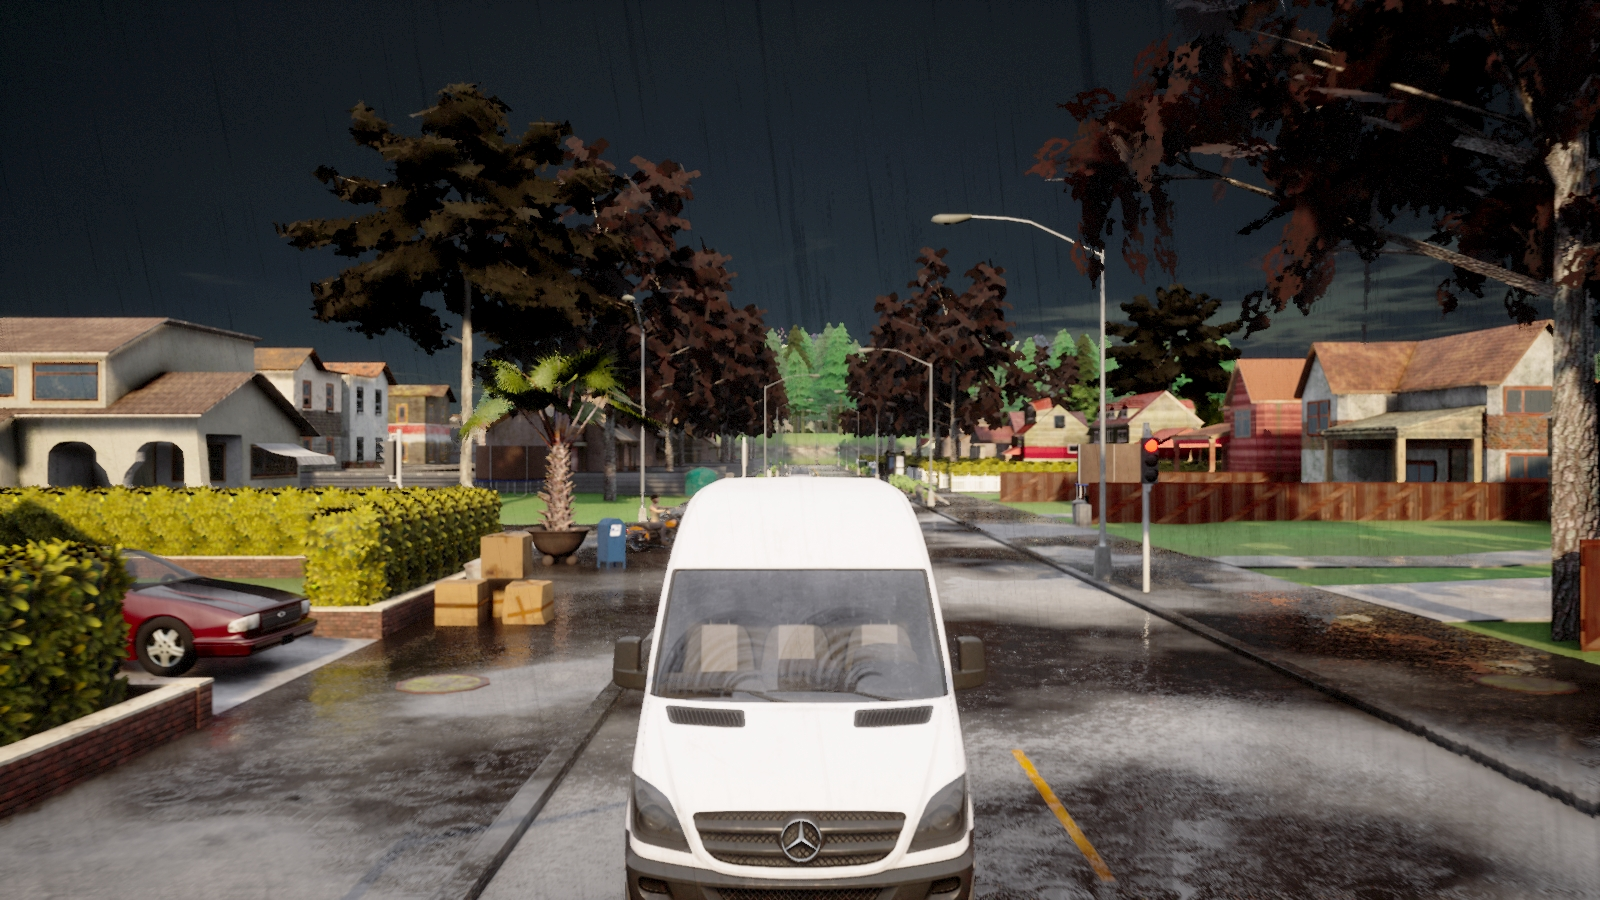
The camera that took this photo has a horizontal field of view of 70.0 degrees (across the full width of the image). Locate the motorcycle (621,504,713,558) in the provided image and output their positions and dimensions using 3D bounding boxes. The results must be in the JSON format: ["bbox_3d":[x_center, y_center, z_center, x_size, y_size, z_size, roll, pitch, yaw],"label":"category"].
[{"bbox_3d":[-3.572,2.161,30.672,2.356,1.307,0.764,0,1,20],"label":"motorcycle"}]

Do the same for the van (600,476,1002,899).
[{"bbox_3d":[0.004,1.537,8.613,1.988,2.561,5.915,0,0,0],"label":"van"}]
